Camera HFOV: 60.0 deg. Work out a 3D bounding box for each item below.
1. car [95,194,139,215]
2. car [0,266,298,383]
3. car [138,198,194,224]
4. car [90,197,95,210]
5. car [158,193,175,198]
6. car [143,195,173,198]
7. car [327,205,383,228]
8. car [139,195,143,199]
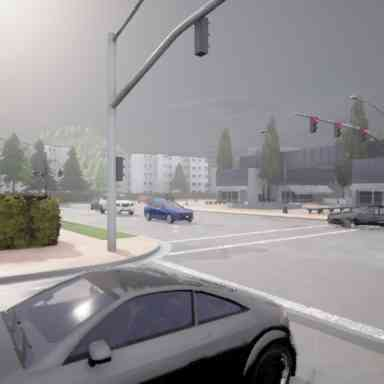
[{"bbox_3d":[-7.659,1.221,33.513,2.150,2.045,5.566,0,0,-32],"label":"car"},{"bbox_3d":[-0.853,1.564,3.385,4.181,1.385,1.994,0,0,-36],"label":"car"},{"bbox_3d":[-1.850,1.477,25.334,1.882,1.535,5.008,0,0,-37],"label":"car"},{"bbox_3d":[-11.973,1.351,42.899,2.097,1.767,4.553,0,0,-17],"label":"car"},{"bbox_3d":[-5.393,1.214,69.599,2.150,2.045,5.566,0,0,20],"label":"car"},{"bbox_3d":[-4.481,1.476,42.939,1.882,1.535,5.008,0,0,-23],"label":"car"},{"bbox_3d":[11.381,1.546,20.815,5.357,1.411,2.033,0,0,18],"label":"car"},{"bbox_3d":[-9.346,1.350,68.092,2.097,1.767,4.553,0,0,15],"label":"car"}]
